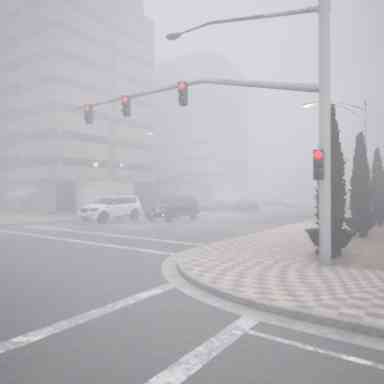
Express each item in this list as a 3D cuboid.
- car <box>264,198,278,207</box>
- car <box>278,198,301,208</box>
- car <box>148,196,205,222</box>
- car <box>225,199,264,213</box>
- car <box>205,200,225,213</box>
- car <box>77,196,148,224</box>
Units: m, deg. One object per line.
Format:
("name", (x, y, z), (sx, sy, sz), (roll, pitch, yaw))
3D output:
("car", (13.450, 1.739, 54.952), (2.033, 1.411, 5.357), (0, 0, 35))
("car", (15.578, 1.639, 51.918), (1.812, 1.442, 4.674), (0, 0, 36))
("car", (-1.500, 1.336, 27.883), (2.150, 2.045, 5.566), (0, 0, 35))
("car", (6.218, 1.592, 38.800), (1.882, 1.535, 5.008), (0, 0, 35))
("car", (2.774, 1.673, 39.997), (2.033, 1.411, 5.357), (0, 0, 35))
("car", (-6.464, 1.348, 26.915), (2.150, 2.045, 5.566), (0, 0, 35))
